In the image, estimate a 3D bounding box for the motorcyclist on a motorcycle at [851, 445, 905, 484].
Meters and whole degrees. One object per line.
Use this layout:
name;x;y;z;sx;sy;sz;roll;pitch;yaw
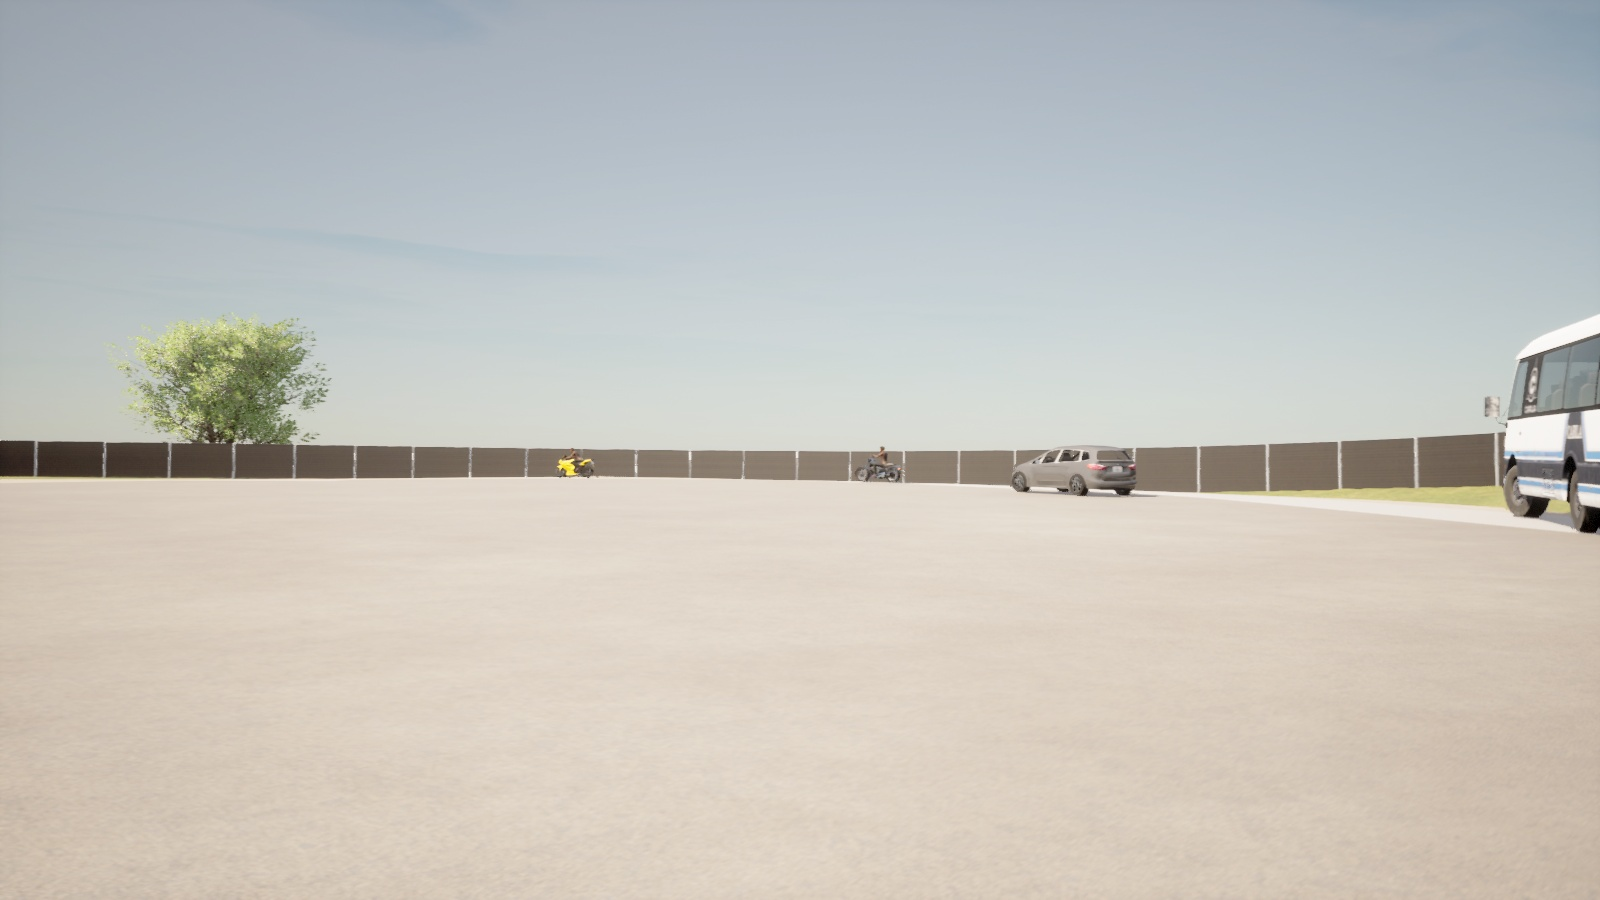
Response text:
motorcyclist on a motorcycle;3.377;0.615;54.435;2.350;1.649;0.766;0;-1;39

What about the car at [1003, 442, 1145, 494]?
car;9.218;0.559;42.626;2.242;1.667;4.611;0;0;-29

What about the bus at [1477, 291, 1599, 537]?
bus;17.128;-0.609;26.006;3.944;4.253;10.273;1;0;20

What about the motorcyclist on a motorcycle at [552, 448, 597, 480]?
motorcyclist on a motorcycle;-11.033;0.690;61.418;2.044;1.523;0.797;-1;-1;14
